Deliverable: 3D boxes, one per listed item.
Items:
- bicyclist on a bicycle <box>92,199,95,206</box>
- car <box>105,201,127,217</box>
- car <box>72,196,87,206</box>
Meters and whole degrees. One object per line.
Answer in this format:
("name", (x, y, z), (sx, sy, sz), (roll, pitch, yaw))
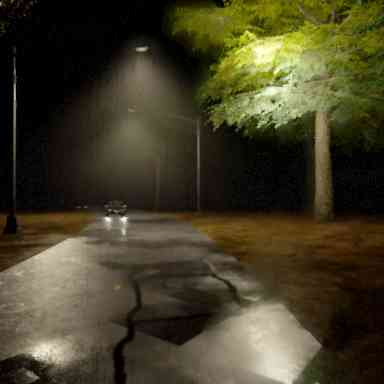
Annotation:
("bicyclist on a bicycle", (-22.862, 2.429, 76.808), (0.866, 1.612, 1.509), (0, -1, -34))
("car", (-7.910, 1.704, 34.443), (1.837, 1.490, 4.892), (0, -1, -15))
("car", (-24.398, 1.957, 72.212), (2.150, 2.045, 5.566), (0, -1, -31))
